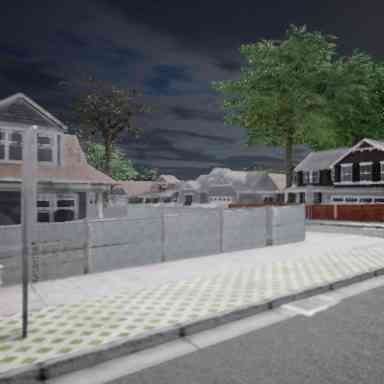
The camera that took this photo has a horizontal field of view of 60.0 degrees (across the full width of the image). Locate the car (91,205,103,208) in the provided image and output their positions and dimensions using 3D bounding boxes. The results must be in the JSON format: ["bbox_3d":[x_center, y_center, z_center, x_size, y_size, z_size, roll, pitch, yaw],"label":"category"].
[{"bbox_3d":[-13.839,2.684,50.229,2.128,1.511,4.902,1,-2,-38],"label":"car"}]
